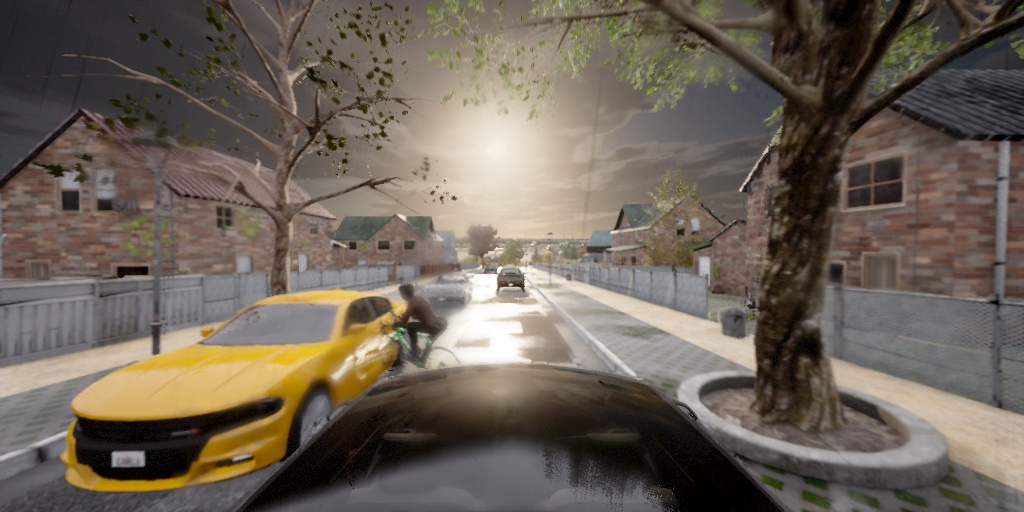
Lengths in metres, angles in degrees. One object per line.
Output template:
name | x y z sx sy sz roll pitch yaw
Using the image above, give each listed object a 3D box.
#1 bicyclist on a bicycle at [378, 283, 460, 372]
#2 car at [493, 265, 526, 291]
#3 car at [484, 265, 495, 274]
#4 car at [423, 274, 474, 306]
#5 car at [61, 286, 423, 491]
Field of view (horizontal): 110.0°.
bicyclist on a bicycle | -1.524 1.227 5.618 1.656 1.620 0.582 10 17 10
car | -0.099 1.545 24.621 1.837 1.490 4.892 0 -1 -1
car | -3.322 2.078 55.564 1.895 1.301 4.718 0 -1 0
car | -2.972 1.546 17.281 1.895 1.301 4.718 0 -1 -1
car | -2.885 1.267 5.171 1.882 1.535 5.008 -1 -1 -1
